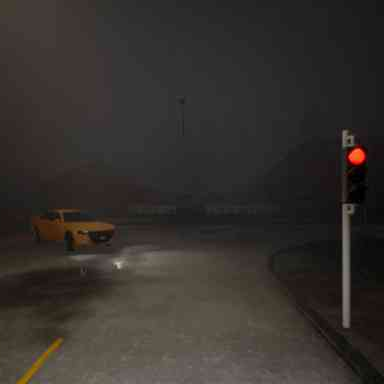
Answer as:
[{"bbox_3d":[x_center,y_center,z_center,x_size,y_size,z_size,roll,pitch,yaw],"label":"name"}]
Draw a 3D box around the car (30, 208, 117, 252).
[{"bbox_3d":[-5.174,1.482,14.269,5.008,1.535,1.882,0,-2,43],"label":"car"}]
